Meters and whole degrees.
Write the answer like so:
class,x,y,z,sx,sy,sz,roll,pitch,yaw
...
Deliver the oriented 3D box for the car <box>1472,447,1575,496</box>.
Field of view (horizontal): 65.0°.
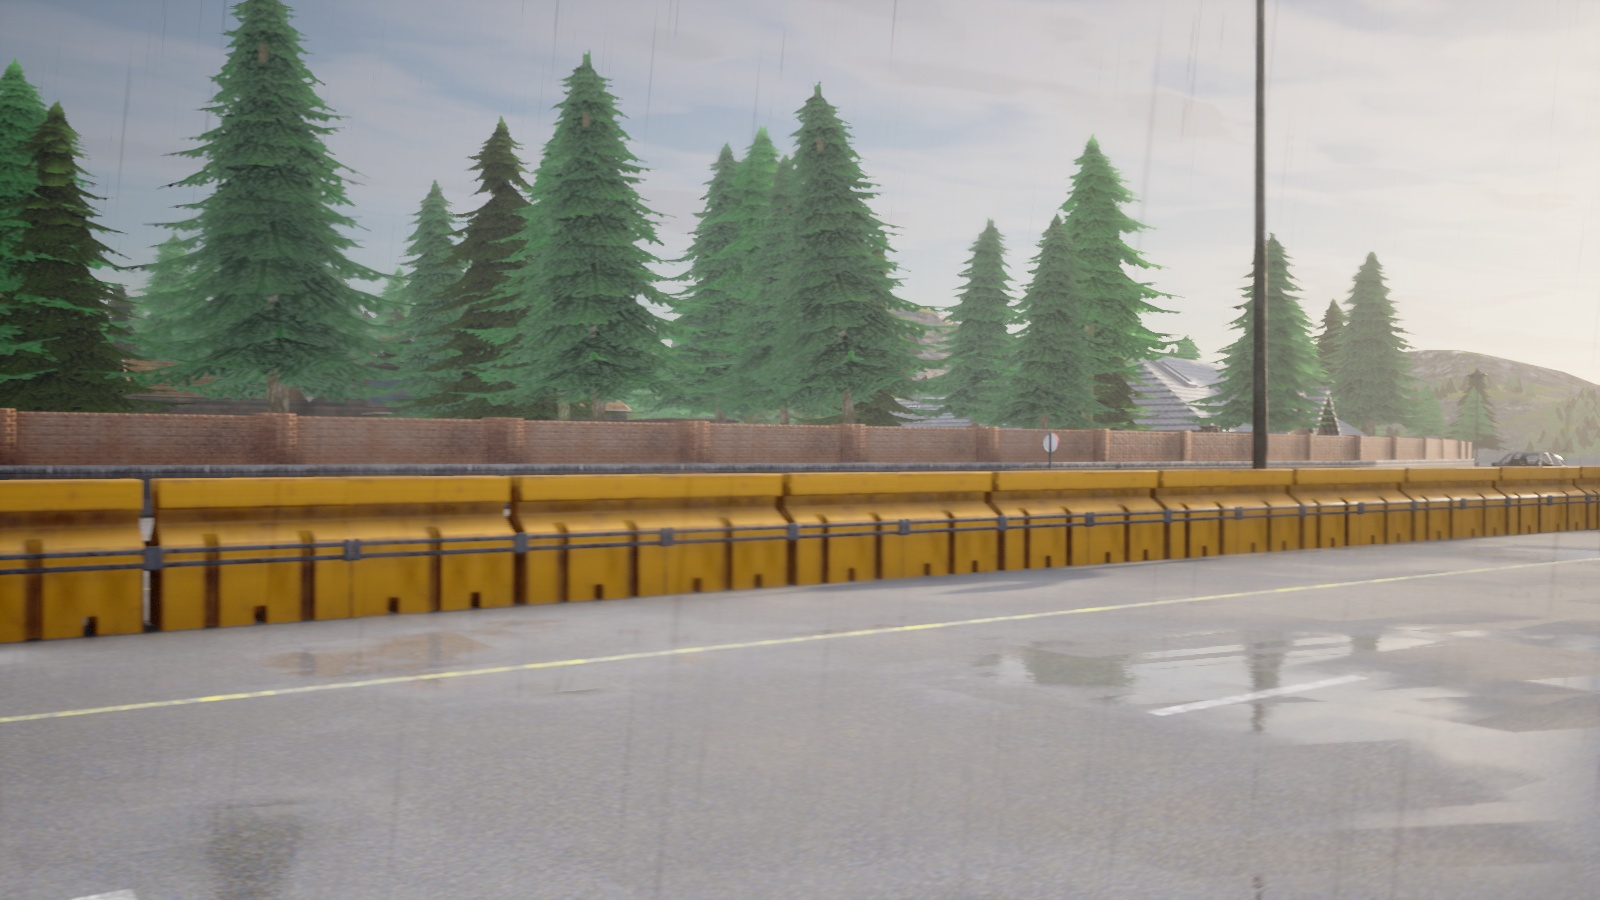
class,x,y,z,sx,sy,sz,roll,pitch,yaw
car,24.947,0.696,43.268,3.988,1.617,1.851,0,0,-41
